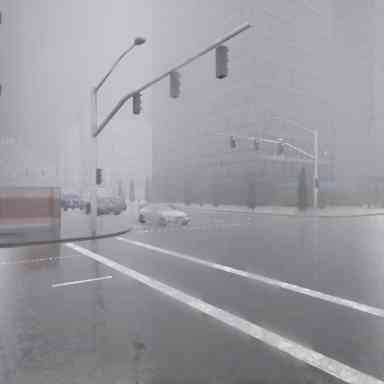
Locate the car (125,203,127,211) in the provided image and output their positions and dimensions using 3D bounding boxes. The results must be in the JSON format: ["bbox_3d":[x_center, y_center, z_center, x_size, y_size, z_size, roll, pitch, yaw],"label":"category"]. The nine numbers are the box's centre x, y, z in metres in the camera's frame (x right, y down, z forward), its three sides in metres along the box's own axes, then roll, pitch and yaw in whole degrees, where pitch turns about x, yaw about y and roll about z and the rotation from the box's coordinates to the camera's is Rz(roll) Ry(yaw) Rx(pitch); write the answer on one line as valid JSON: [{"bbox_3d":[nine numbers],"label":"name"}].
[{"bbox_3d":[-9.355,1.351,38.934,2.097,1.767,4.553,0,0,-36],"label":"car"}]

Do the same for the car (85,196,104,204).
[{"bbox_3d":[-19.032,1.491,64.819,2.128,1.511,4.902,0,0,-36],"label":"car"}]

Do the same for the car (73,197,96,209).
[{"bbox_3d":[-15.424,1.526,47.434,1.812,1.442,4.674,0,0,-35],"label":"car"}]

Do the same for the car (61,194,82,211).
[{"bbox_3d":[-15.131,1.221,40.991,2.150,2.045,5.566,0,0,-36],"label":"car"}]

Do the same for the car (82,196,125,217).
[{"bbox_3d":[-8.511,1.351,31.744,2.097,1.767,4.553,0,0,-36],"label":"car"}]

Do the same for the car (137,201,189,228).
[{"bbox_3d":[-2.068,1.526,22.744,1.812,1.442,4.674,0,0,-36],"label":"car"}]

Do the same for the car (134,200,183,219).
[{"bbox_3d":[-3.142,1.548,30.250,2.033,1.411,5.357,0,0,-36],"label":"car"}]

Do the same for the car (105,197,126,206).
[{"bbox_3d":[-13.067,1.526,56.485,1.812,1.442,4.674,0,0,-36],"label":"car"}]
